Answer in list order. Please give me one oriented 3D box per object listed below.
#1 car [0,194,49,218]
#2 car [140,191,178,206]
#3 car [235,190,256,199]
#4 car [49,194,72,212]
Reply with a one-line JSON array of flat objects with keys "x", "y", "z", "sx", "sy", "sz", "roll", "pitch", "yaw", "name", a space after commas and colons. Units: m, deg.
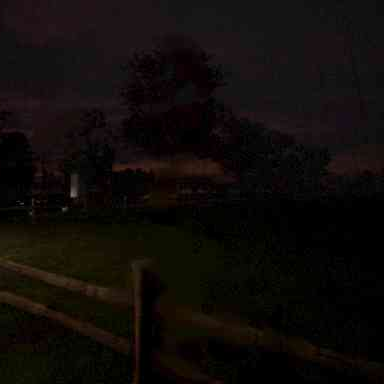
[{"x": -11.983, "y": 1.033, "z": 20.922, "sx": 1.837, "sy": 1.490, "sz": 4.892, "roll": -1, "pitch": 0, "yaw": 33, "name": "car"}, {"x": -3.652, "y": 0.652, "z": 37.134, "sx": 1.882, "sy": 1.535, "sz": 5.008, "roll": 1, "pitch": 2, "yaw": 36, "name": "car"}, {"x": 8.639, "y": 0.401, "z": 53.605, "sx": 1.994, "sy": 1.385, "sz": 4.181, "roll": 1, "pitch": 1, "yaw": 37, "name": "car"}, {"x": -11.829, "y": 0.914, "z": 26.078, "sx": 1.837, "sy": 1.490, "sz": 4.892, "roll": 1, "pitch": 3, "yaw": 36, "name": "car"}]
